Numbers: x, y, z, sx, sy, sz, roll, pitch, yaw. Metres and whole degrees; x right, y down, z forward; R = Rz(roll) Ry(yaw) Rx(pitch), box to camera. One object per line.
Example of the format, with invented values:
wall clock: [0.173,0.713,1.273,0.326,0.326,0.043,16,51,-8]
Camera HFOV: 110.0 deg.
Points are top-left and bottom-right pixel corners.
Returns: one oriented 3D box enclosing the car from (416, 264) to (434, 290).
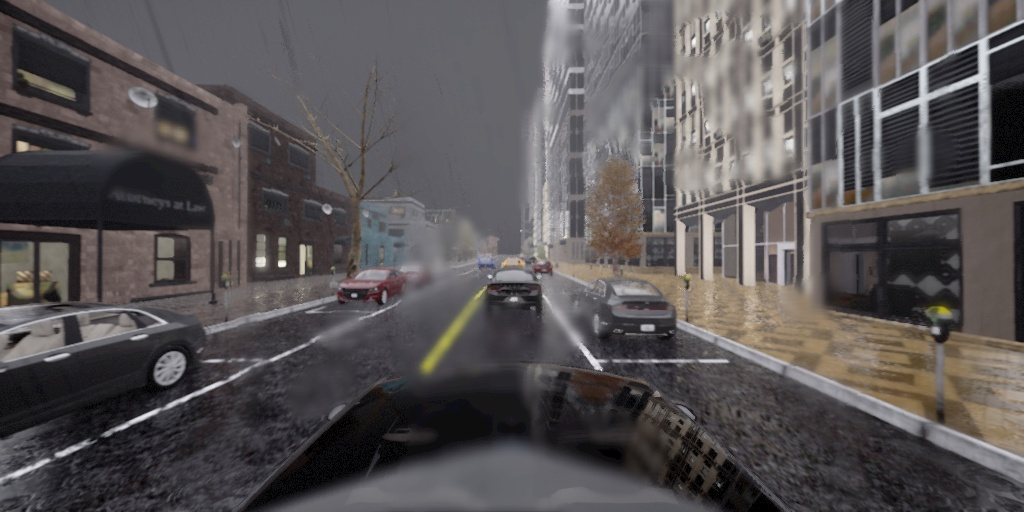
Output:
car: [-5.712,1.153,20.945,1.802,1.307,4.207,0,0,0]

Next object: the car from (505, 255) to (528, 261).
car: [0.109,0.956,30.903,1.882,1.535,5.008,0,1,0]

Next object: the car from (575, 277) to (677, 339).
car: [2.799,1.227,9.595,2.007,1.370,4.403,0,0,0]

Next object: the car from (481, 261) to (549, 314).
car: [0.089,1.119,13.275,1.882,1.535,5.008,0,1,0]

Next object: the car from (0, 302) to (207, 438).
car: [-5.818,1.279,4.013,2.007,1.370,4.403,0,0,0]

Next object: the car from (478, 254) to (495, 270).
car: [-3.065,0.839,43.643,1.882,1.535,5.008,0,1,0]

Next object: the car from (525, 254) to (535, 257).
car: [3.034,0.733,58.115,1.837,1.490,4.892,0,1,0]

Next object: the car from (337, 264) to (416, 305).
car: [-5.750,1.169,15.301,1.888,1.381,4.507,0,0,0]

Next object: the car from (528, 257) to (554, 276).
car: [2.709,1.012,32.169,1.888,1.381,4.507,0,0,0]
